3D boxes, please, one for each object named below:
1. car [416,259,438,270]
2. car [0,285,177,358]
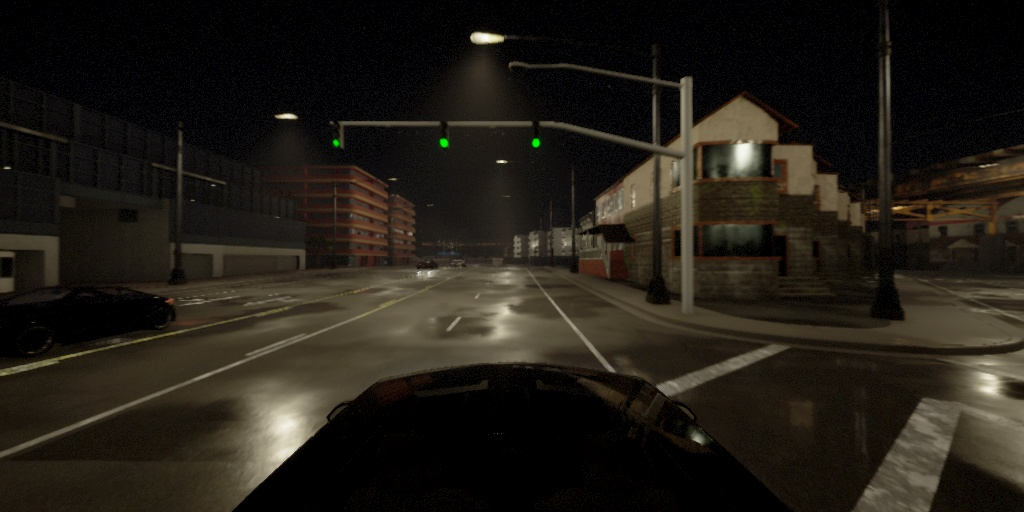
[{"bbox_3d":[-10.419,1.035,44.307,1.994,1.385,4.181,0,0,0],"label":"car"},{"bbox_3d":[-10.489,1.404,8.397,1.994,1.385,4.181,0,0,0],"label":"car"}]
